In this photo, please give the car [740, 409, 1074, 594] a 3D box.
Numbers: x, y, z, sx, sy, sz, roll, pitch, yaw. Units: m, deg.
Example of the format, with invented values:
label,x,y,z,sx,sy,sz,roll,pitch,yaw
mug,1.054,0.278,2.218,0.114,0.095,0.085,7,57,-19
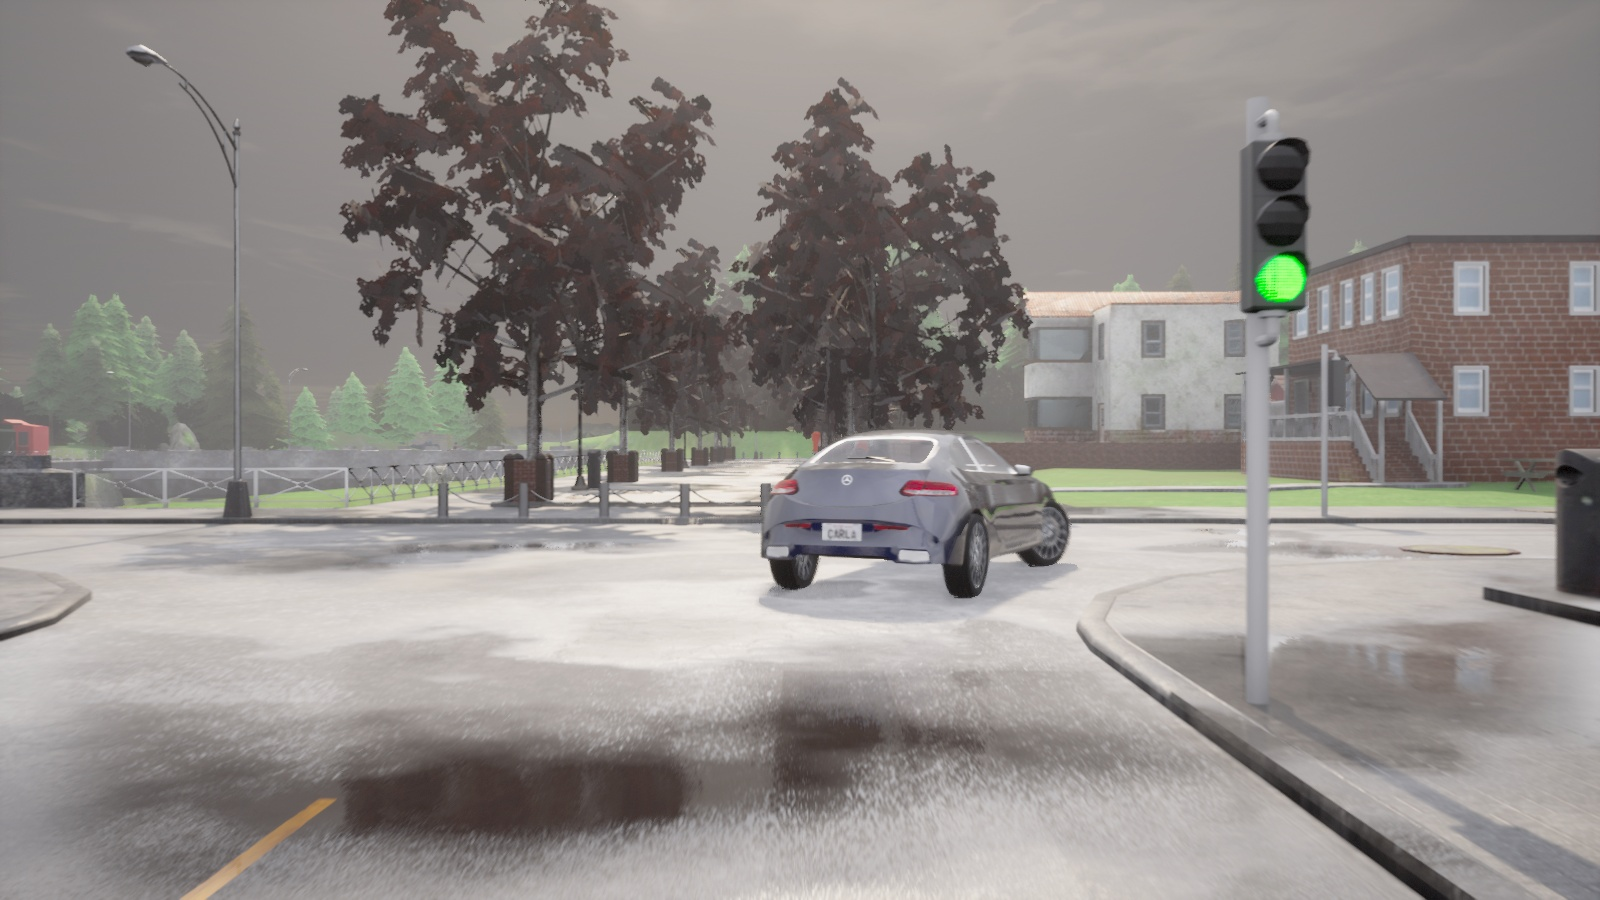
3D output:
label,x,y,z,sx,sy,sz,roll,pitch,yaw
car,1.430,0.448,13.936,2.152,1.651,5.027,0,0,24
